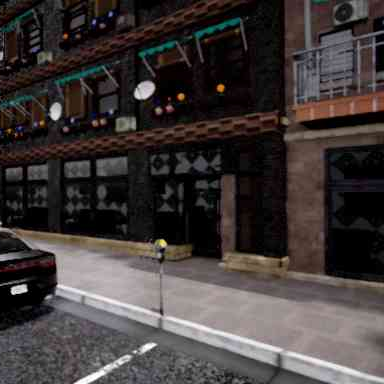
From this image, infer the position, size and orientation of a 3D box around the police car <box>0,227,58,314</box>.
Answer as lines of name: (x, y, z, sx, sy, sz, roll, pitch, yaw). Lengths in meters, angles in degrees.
police car: (-4.913, 1.365, 6.923, 5.238, 1.638, 1.930, 1, 0, 35)
